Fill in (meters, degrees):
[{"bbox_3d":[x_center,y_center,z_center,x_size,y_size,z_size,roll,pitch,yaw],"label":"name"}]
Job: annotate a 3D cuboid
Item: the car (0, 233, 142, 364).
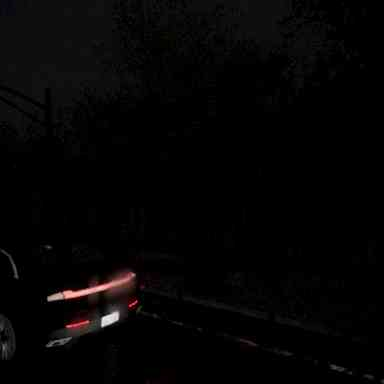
[{"bbox_3d":[-3.069,1.490,5.864,4.902,1.511,2.128,0,0,35],"label":"car"}]
